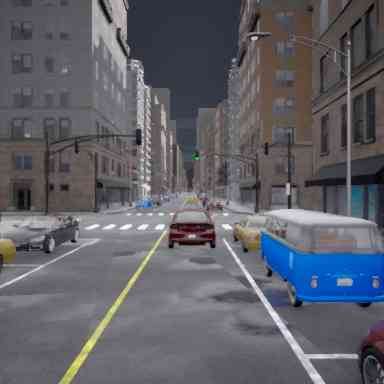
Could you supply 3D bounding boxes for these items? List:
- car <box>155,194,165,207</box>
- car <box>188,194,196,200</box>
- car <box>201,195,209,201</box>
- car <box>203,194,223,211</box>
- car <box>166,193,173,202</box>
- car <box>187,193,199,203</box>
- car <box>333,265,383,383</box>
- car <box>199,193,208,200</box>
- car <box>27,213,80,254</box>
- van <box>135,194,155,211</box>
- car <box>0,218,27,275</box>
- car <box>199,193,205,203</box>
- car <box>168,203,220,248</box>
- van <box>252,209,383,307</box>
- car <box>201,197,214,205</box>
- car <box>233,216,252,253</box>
[{"bbox_3d":[-5.857,1.285,51.677,2.192,1.841,5.009,0,0,0],"label":"car"},{"bbox_3d":[0.001,1.284,81.521,2.033,1.411,5.357,0,0,0],"label":"car"},{"bbox_3d":[3.146,1.412,83.346,1.837,1.490,4.892,0,0,0],"label":"car"},{"bbox_3d":[2.669,1.420,40.522,1.967,1.590,4.097,0,0,0],"label":"car"},{"bbox_3d":[-5.856,1.475,74.022,1.887,1.381,4.507,0,0,0],"label":"car"},{"bbox_3d":[0.000,1.434,65.688,1.882,1.535,5.008,0,0,0],"label":"car"},{"bbox_3d":[2.668,1.580,1.987,1.802,1.307,4.206,0,0,0],"label":"car"},{"bbox_3d":[3.114,1.243,90.315,2.097,1.767,4.553,0,0,0],"label":"car"},{"bbox_3d":[-5.857,1.544,13.309,2.008,1.369,4.403,0,0,0],"label":"car"},{"bbox_3d":[-5.857,1.320,40.505,1.690,1.788,3.998,0,0,0],"label":"van"},{"bbox_3d":[-5.857,1.522,7.472,1.752,1.417,4.829,0,0,0],"label":"car"},{"bbox_3d":[2.669,1.285,51.692,2.192,1.841,5.009,0,0,0],"label":"car"},{"bbox_3d":[0.000,1.479,14.649,1.882,1.535,5.008,0,0,0],"label":"car"},{"bbox_3d":[2.668,1.338,7.658,1.690,1.788,3.998,0,0,0],"label":"van"},{"bbox_3d":[2.669,1.529,57.277,1.947,1.339,4.313,0,0,0],"label":"car"},{"bbox_3d":[2.668,1.519,13.497,1.752,1.417,4.829,0,0,0],"label":"car"}]
